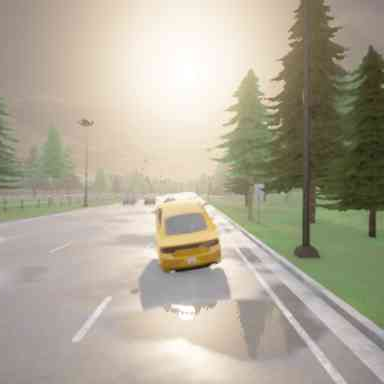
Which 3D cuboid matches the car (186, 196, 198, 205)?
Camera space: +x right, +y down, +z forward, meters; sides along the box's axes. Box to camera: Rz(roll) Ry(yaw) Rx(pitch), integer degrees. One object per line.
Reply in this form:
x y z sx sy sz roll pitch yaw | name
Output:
0.002 1.445 56.278 1.994 1.385 4.181 0 0 0 | car

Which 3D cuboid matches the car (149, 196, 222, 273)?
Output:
-0.306 1.057 11.289 1.882 1.535 5.008 -8 16 -5 | car

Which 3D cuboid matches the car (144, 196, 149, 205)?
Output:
-6.998 1.428 56.278 2.033 1.411 5.357 0 0 0 | car

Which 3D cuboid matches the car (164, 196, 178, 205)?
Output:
-3.498 1.445 56.278 1.994 1.385 4.181 0 0 0 | car

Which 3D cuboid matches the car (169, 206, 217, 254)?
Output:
0.040 1.530 14.833 1.812 1.442 4.674 0 2 0 | car

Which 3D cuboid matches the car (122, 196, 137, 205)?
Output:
-10.498 1.428 56.278 2.033 1.411 5.357 0 0 0 | car
